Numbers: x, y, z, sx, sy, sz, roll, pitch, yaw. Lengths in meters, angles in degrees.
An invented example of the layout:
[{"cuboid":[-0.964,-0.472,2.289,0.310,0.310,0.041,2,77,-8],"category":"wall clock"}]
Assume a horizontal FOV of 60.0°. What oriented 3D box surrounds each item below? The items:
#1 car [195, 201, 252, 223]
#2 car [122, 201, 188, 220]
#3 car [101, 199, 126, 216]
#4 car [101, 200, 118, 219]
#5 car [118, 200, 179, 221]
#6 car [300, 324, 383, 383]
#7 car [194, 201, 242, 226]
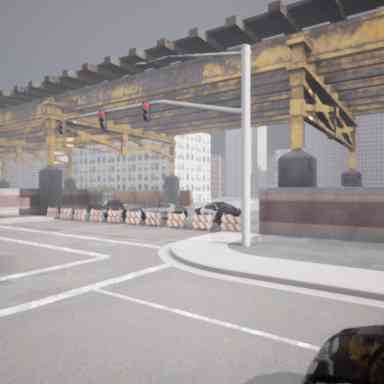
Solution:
[{"cuboid":[2.017,1.285,23.030,1.853,1.218,4.536,0,0,-26],"category":"car"},{"cuboid":[-2.733,1.280,25.463,4.536,1.218,1.853,0,0,-1],"category":"car"},{"cuboid":[-6.551,1.276,28.183,1.853,1.218,4.536,0,0,-11],"category":"car"},{"cuboid":[-6.541,1.433,28.132,2.038,1.542,4.974,0,0,-11],"category":"car"},{"cuboid":[-2.785,1.438,25.462,4.974,1.542,2.038,0,0,-1],"category":"car"},{"cuboid":[2.781,1.565,1.986,4.181,1.385,1.994,0,0,36],"category":"car"},{"cuboid":[2.040,1.442,22.983,2.038,1.542,4.974,0,0,-26],"category":"car"}]
